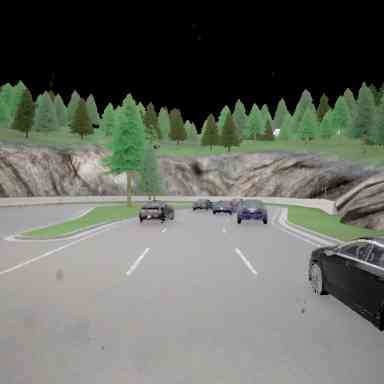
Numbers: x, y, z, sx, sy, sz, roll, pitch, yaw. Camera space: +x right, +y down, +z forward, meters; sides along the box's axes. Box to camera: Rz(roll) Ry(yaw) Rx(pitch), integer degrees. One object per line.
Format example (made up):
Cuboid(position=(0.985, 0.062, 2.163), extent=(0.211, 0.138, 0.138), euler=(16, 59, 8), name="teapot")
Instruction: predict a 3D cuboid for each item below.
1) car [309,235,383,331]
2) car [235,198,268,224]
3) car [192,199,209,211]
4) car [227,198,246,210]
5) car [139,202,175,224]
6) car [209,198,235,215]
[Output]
Cuboid(position=(3.603, 1.491, 5.733), extent=(2.128, 1.511, 4.902), euler=(0, 0, 0), name="car")
Cuboid(position=(4.643, 1.349, 25.308), extent=(2.097, 1.767, 4.553), euler=(0, 0, 12), name="car")
Cuboid(position=(1.486, 1.545, 40.590), extent=(2.033, 1.411, 5.357), euler=(0, 0, 15), name="car")
Cuboid(position=(6.008, 1.544, 44.105), extent=(2.033, 1.411, 5.357), euler=(0, 0, 12), name="car")
Cuboid(position=(-2.537, 1.489, 25.056), extent=(2.128, 1.511, 4.902), euler=(0, 0, 9), name="car")
Cuboid(position=(3.425, 1.562, 34.356), extent=(1.994, 1.385, 4.181), euler=(0, 0, 15), name="car")
